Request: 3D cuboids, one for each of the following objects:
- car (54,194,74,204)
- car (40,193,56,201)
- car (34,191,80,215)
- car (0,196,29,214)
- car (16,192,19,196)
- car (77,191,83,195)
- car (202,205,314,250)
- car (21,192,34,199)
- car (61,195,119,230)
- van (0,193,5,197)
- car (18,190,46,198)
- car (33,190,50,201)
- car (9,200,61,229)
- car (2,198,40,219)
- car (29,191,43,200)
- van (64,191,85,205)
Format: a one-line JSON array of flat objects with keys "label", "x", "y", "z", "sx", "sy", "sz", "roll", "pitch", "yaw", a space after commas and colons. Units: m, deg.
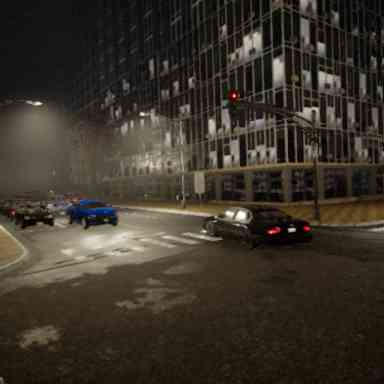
[{"label": "car", "x": -18.830, "y": 0.947, "z": 48.768, "sx": 1.802, "sy": 1.307, "sz": 4.206, "roll": -2, "pitch": 2, "yaw": -34}, {"label": "car", "x": -25.255, "y": 0.897, "z": 58.146, "sx": 1.802, "sy": 1.307, "sz": 4.206, "roll": -2, "pitch": 2, "yaw": -34}, {"label": "car", "x": -11.172, "y": 1.055, "z": 27.331, "sx": 2.097, "sy": 1.767, "sz": 4.553, "roll": -3, "pitch": 2, "yaw": -34}, {"label": "car", "x": -16.145, "y": 1.361, "z": 29.942, "sx": 1.947, "sy": 1.339, "sz": 4.313, "roll": -2, "pitch": 2, "yaw": -34}, {"label": "car", "x": -22.432, "y": 1.145, "z": 43.869, "sx": 1.812, "sy": 1.442, "sz": 4.674, "roll": -3, "pitch": 2, "yaw": -34}, {"label": "car", "x": -12.979, "y": 0.887, "z": 35.618, "sx": 2.097, "sy": 1.767, "sz": 4.553, "roll": -3, "pitch": 2, "yaw": -34}, {"label": "car", "x": 2.210, "y": 1.209, "z": 12.792, "sx": 2.033, "sy": 1.411, "sz": 5.357, "roll": -2, "pitch": 2, "yaw": -22}, {"label": "car", "x": -38.107, "y": 0.764, "z": 76.899, "sx": 2.008, "sy": 1.369, "sz": 4.403, "roll": -2, "pitch": 2, "yaw": -34}, {"label": "car", "x": -5.991, "y": 1.218, "z": 19.776, "sx": 1.882, "sy": 1.535, "sz": 5.008, "roll": -3, "pitch": 2, "yaw": -34}, {"label": "van", "x": -25.743, "y": 1.064, "z": 44.031, "sx": 1.690, "sy": 1.788, "sz": 3.998, "roll": -2, "pitch": 2, "yaw": -34}, {"label": "car", "x": -16.656, "y": 1.016, "z": 35.348, "sx": 2.097, "sy": 1.767, "sz": 4.553, "roll": -3, "pitch": 2, "yaw": -34}, {"label": "car", "x": -28.475, "y": 0.605, "z": 62.828, "sx": 2.192, "sy": 1.841, "sz": 5.009, "roll": -2, "pitch": 2, "yaw": -34}, {"label": "car", "x": -9.781, "y": 1.411, "z": 20.520, "sx": 1.947, "sy": 1.339, "sz": 4.313, "roll": -2, "pitch": 2, "yaw": -34}, {"label": "car", "x": -12.980, "y": 1.403, "z": 25.221, "sx": 1.802, "sy": 1.307, "sz": 4.206, "roll": -2, "pitch": 2, "yaw": -34}, {"label": "car", "x": -31.685, "y": 0.704, "z": 67.519, "sx": 1.967, "sy": 1.590, "sz": 4.097, "roll": -2, "pitch": 2, "yaw": -34}, {"label": "van", "x": -15.623, "y": 0.730, "z": 44.074, "sx": 1.690, "sy": 1.788, "sz": 3.998, "roll": -2, "pitch": 2, "yaw": -34}]
